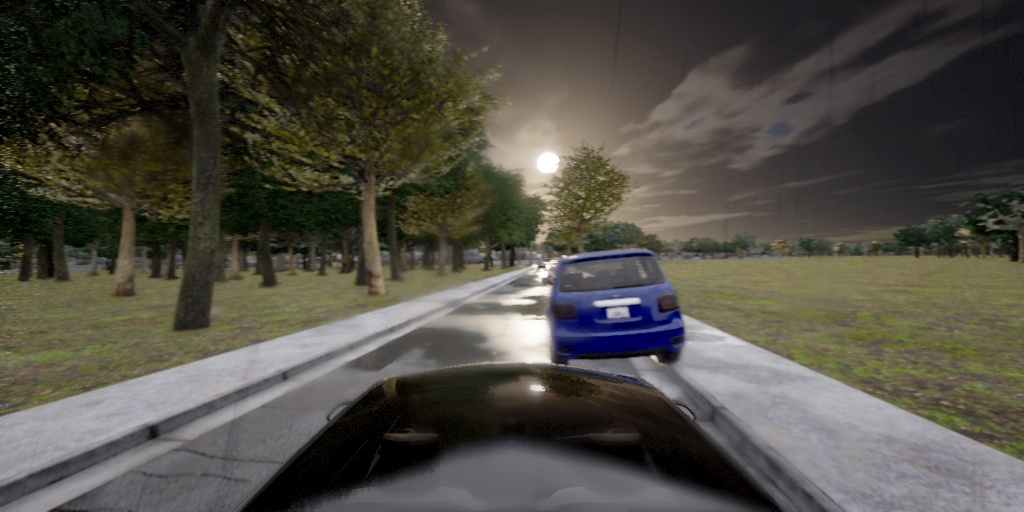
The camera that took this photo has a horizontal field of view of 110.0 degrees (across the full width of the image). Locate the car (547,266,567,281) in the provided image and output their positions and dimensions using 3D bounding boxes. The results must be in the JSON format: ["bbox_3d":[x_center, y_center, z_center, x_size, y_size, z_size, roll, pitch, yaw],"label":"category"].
[{"bbox_3d":[4.541,1.690,36.235,1.895,1.301,4.718,-1,-1,7],"label":"car"}]

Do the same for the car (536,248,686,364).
[{"bbox_3d":[1.871,0.943,7.863,2.150,2.045,5.566,-6,-1,7],"label":"car"}]
